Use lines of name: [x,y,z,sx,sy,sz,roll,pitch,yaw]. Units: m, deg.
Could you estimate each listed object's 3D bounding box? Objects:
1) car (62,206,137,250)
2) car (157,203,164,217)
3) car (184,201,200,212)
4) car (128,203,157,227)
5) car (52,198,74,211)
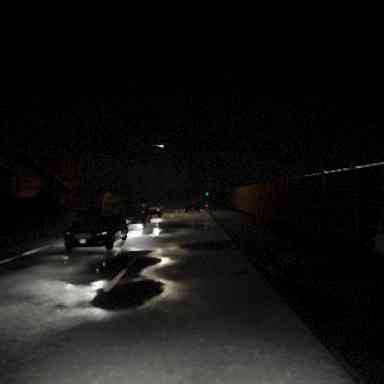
car: [-4.097,1.601,14.920,2.128,1.511,4.902,0,0,0]
car: [-4.004,1.852,34.450,1.895,1.301,4.718,0,0,0]
car: [0.058,1.843,43.415,1.812,1.442,4.674,0,0,0]
car: [-4.076,1.670,24.400,2.128,1.511,4.902,0,0,0]
car: [-14.566,1.434,35.621,3.633,1.501,1.845,0,0,-3]
